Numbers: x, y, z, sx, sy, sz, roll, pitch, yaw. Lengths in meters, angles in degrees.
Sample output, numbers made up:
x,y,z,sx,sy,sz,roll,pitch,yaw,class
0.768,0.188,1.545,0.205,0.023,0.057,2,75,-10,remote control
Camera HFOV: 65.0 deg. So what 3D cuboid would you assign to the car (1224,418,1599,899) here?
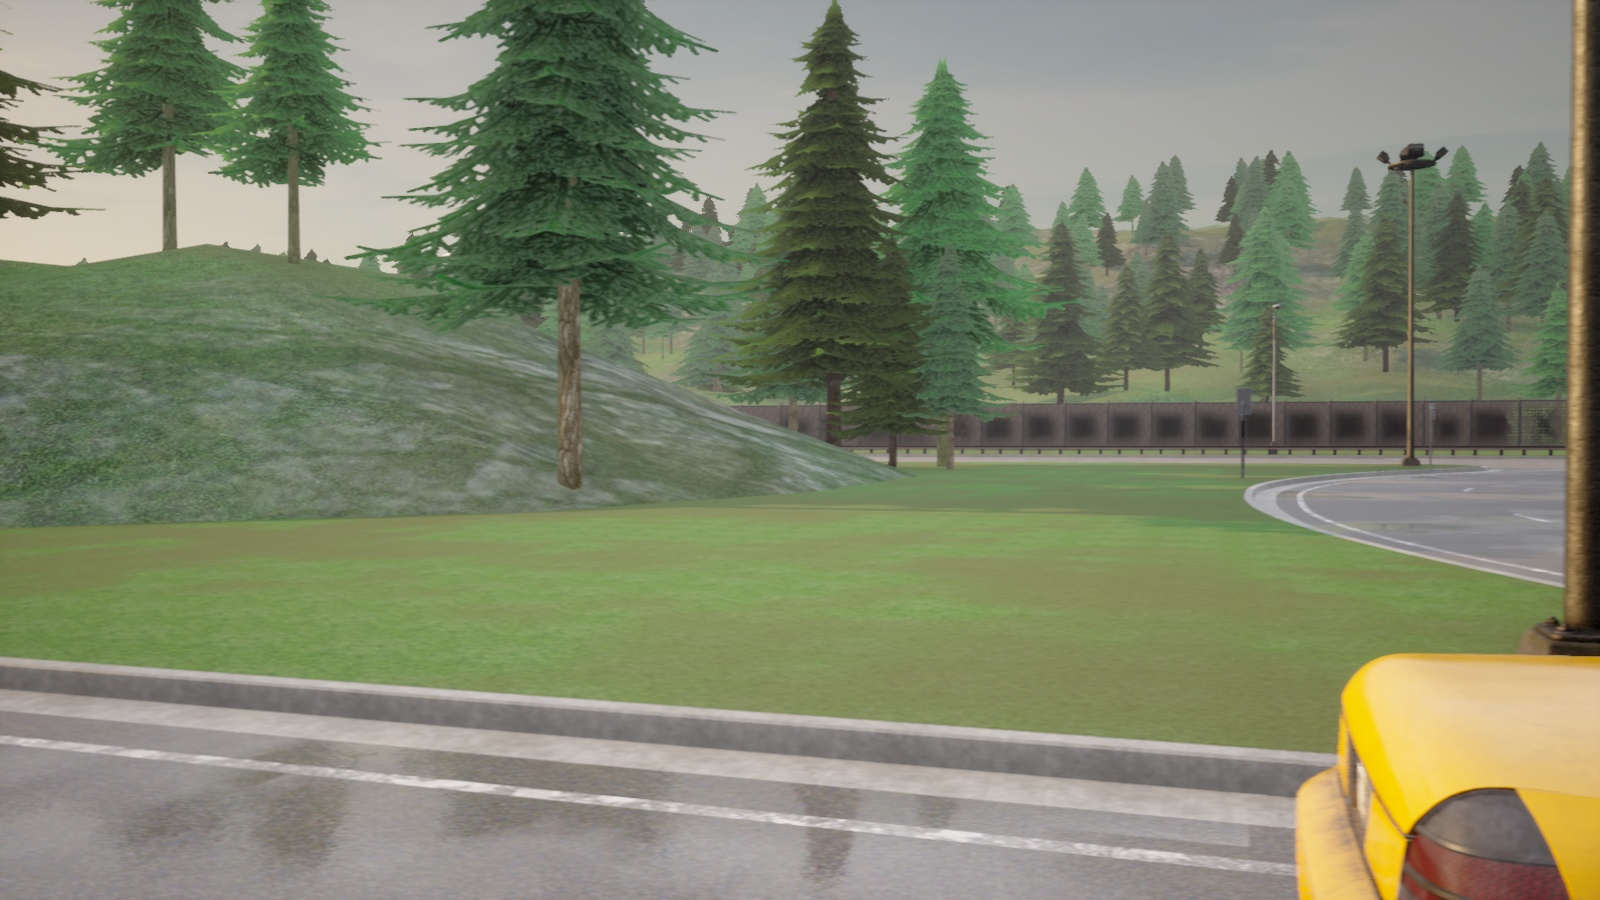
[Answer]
x,y,z,sx,sy,sz,roll,pitch,yaw,class
3.516,0.747,2.009,5.366,1.575,1.801,1,1,19,car
